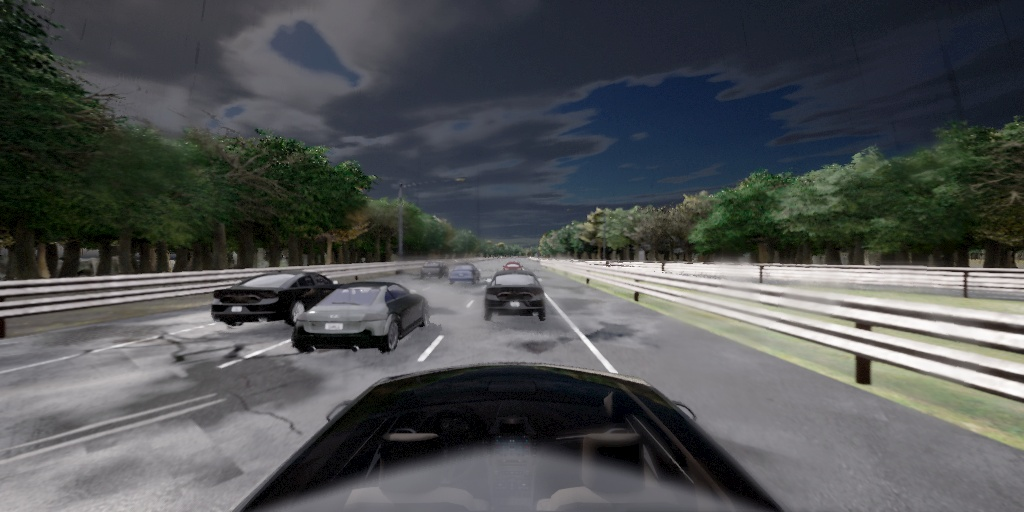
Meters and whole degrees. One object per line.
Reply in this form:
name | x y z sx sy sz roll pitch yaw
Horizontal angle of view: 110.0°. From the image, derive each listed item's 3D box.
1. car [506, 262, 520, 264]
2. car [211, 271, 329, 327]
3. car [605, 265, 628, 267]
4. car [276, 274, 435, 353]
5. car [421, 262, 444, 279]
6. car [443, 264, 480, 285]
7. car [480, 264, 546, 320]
car | 0.089 1.305 33.619 1.812 1.442 4.674 0 0 0
car | -6.908 1.214 11.473 1.882 1.535 5.008 0 -1 0
car | 15.374 1.523 54.267 1.895 1.301 4.718 0 0 -16
car | -3.408 1.316 8.858 1.994 1.385 4.181 0 0 0
car | -6.910 1.269 32.449 2.128 1.511 4.902 0 0 0
car | -3.404 1.317 26.595 2.033 1.411 5.357 0 0 0
car | 0.097 1.232 12.678 1.882 1.535 5.008 0 0 0
